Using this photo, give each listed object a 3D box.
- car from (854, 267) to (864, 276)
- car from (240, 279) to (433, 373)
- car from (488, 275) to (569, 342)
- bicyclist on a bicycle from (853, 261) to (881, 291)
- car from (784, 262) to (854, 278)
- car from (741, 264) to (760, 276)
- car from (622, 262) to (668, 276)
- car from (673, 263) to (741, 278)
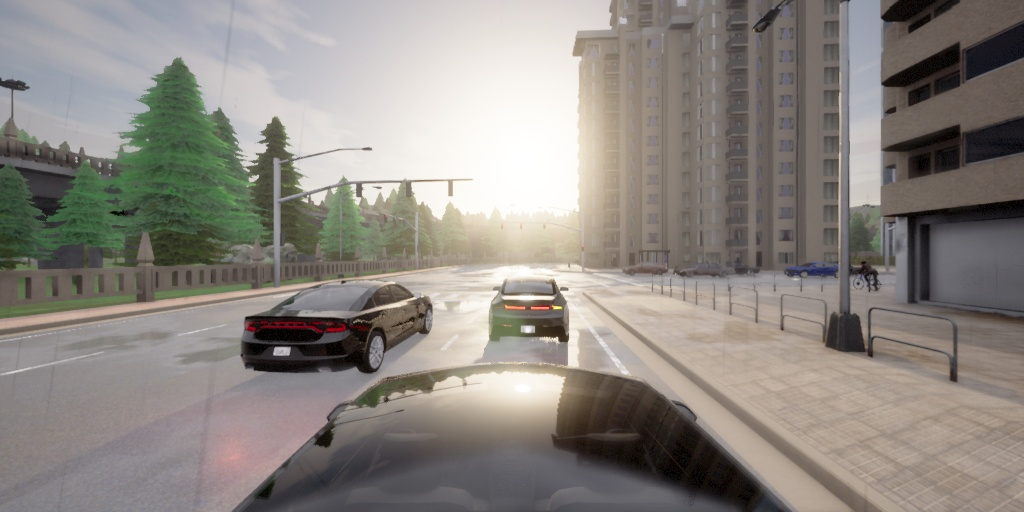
[{"bbox_3d":[33.370,1.417,37.281,4.718,1.301,1.895,0,0,3],"label":"car"},{"bbox_3d":[-3.161,1.229,7.662,1.882,1.535,5.008,0,0,4],"label":"car"},{"bbox_3d":[0.494,1.257,9.781,1.837,1.490,4.892,0,0,4],"label":"car"},{"bbox_3d":[19.757,1.113,19.981,0.582,1.620,1.656,0,0,3],"label":"bicyclist on a bicycle"},{"bbox_3d":[28.723,1.293,34.026,5.008,1.535,1.882,0,0,3],"label":"car"},{"bbox_3d":[23.221,1.417,37.811,4.718,1.301,1.895,0,0,3],"label":"car"},{"bbox_3d":[14.165,1.342,38.256,4.674,1.442,1.812,0,0,4],"label":"car"},{"bbox_3d":[18.477,1.362,34.541,5.357,1.411,2.033,0,0,3],"label":"car"}]
